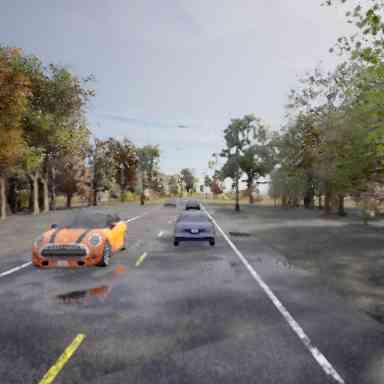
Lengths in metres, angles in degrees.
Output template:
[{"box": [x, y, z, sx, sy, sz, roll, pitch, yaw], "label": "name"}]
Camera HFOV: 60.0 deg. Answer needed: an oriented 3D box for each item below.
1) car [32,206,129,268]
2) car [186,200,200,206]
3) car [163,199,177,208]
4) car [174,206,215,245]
[{"box": [-3.595, 1.410, 11.505, 2.097, 1.767, 4.553, 0, 0, 0], "label": "car"}, {"box": [0.113, 1.803, 47.774, 1.994, 1.385, 4.181, 0, 0, 0], "label": "car"}, {"box": [-3.515, 1.836, 54.415, 1.994, 1.385, 4.181, 0, 0, 1], "label": "car"}, {"box": [0.104, 1.628, 15.986, 2.033, 1.411, 5.357, 0, 0, 0], "label": "car"}]
